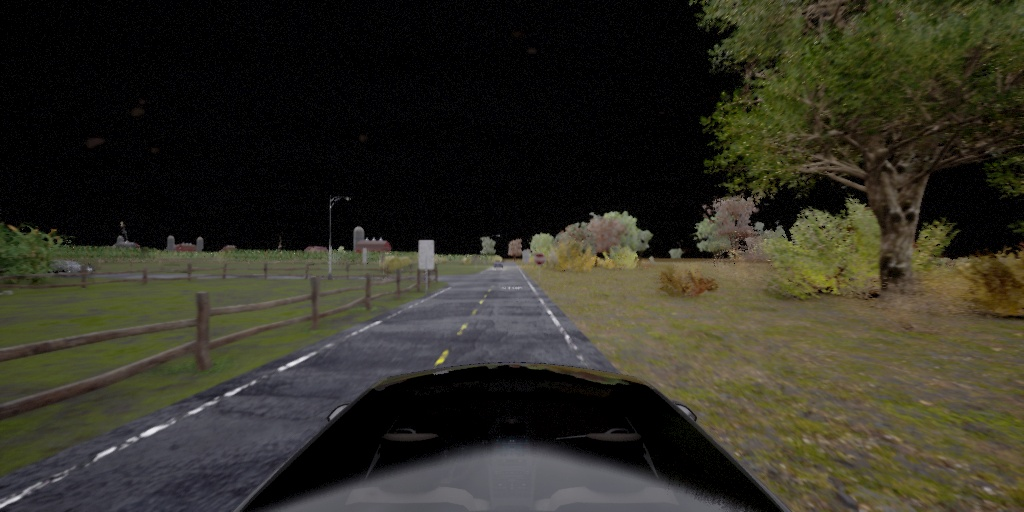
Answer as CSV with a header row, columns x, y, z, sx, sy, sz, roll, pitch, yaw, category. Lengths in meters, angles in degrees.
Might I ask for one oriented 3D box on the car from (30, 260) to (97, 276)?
x,y,z,sx,sy,sz,roll,pitch,yaw,category
-43.075,1.164,34.497,4.902,1.511,2.128,0,0,0,car
